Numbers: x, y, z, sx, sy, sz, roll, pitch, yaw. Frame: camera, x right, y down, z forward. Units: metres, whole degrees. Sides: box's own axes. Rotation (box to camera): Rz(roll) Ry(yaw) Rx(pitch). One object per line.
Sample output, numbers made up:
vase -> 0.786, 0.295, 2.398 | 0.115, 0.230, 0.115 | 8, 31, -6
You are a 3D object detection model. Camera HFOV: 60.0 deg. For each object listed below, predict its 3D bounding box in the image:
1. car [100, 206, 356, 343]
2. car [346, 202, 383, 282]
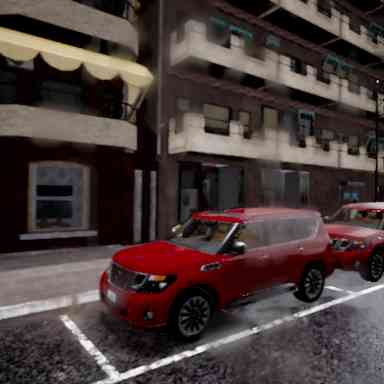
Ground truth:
car -> 0.807, 1.296, 6.645 | 5.009, 1.841, 2.192 | 0, 2, -35
car -> 5.309, 1.271, 9.856 | 5.009, 1.841, 2.192 | 0, 2, -35
